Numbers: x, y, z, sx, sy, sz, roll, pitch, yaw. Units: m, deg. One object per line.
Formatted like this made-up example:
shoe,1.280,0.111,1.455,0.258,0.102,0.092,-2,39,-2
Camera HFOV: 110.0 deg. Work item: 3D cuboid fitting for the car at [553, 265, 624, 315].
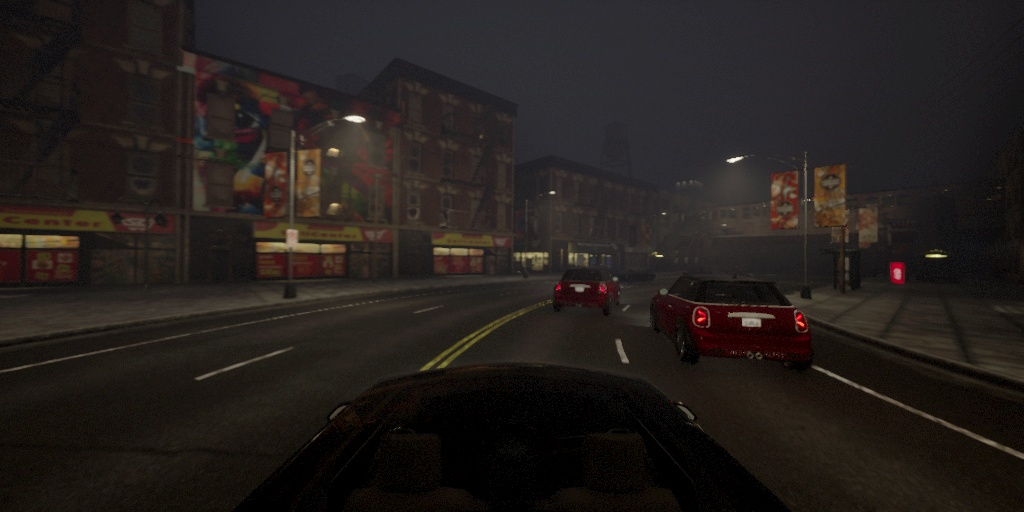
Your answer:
car,3.203,1.237,14.757,2.097,1.767,4.553,1,-1,22

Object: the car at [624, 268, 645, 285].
car,10.148,1.684,30.314,4.718,1.301,1.895,1,-1,-42

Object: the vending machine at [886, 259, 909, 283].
vending machine,35.428,1.577,32.932,0.880,2.100,1.100,0,0,-40

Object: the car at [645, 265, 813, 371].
car,4.634,1.204,8.347,2.097,1.767,4.553,1,0,12

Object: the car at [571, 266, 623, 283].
car,7.898,1.626,33.000,5.357,1.411,2.033,1,-1,-42

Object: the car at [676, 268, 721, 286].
car,15.804,1.709,30.283,4.181,1.385,1.994,1,-1,-42
